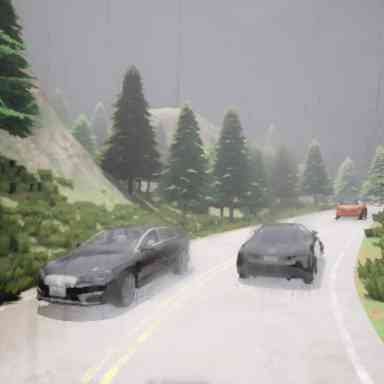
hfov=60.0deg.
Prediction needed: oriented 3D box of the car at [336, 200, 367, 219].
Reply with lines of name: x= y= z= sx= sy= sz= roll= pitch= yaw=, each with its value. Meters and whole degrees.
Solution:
car: x=14.299 y=1.463 z=29.749 sx=2.097 sy=1.767 sz=4.553 roll=-3 pitch=-2 yaw=33

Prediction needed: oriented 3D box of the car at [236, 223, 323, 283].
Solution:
car: x=2.741 y=1.608 z=9.940 sx=1.994 sy=1.385 sz=4.181 roll=-2 pitch=-1 yaw=24

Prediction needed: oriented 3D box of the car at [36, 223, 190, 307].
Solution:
car: x=-1.590 y=1.595 z=8.393 sx=2.128 sy=1.511 sz=4.902 roll=-1 pitch=-1 yaw=21
